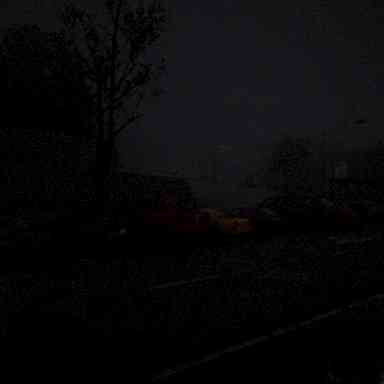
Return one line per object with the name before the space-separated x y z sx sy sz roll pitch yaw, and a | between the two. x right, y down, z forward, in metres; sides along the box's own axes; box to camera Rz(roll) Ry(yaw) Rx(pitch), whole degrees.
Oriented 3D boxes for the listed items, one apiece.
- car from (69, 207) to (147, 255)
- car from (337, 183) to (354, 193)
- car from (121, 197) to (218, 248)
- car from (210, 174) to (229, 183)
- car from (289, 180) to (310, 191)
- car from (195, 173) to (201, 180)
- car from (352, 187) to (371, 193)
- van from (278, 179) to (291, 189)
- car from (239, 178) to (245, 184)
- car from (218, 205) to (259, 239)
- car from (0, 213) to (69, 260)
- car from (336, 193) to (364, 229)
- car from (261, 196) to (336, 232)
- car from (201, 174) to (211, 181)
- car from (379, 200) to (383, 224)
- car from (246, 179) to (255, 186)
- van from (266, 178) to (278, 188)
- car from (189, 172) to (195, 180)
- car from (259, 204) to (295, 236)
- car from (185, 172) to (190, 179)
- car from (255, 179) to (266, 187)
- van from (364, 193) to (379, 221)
car | -4.422 1.522 13.379 4.792 1.488 2.163 -1 -1 35
car | 26.243 -0.457 56.280 2.435 2.045 5.566 7 3 35
car | -1.969 1.244 15.112 5.566 2.045 2.435 -1 -1 35
car | 7.420 -3.207 83.613 1.946 1.575 5.366 7 3 34
car | 21.068 -1.023 63.690 2.231 1.521 4.892 7 3 35
car | 3.797 -3.881 88.356 2.185 1.767 4.553 6 3 34
car | 27.922 0.105 53.799 2.002 1.452 4.674 7 3 35
van | 19.319 -1.522 66.061 1.878 1.987 4.442 7 4 35
car | 12.490 -2.348 76.079 2.002 1.452 4.674 7 3 35
car | 0.360 1.497 16.929 5.366 1.575 1.946 -1 -1 35
car | -6.850 1.493 11.644 4.892 1.521 2.231 -1 -1 35
car | 7.931 1.256 21.982 5.566 2.045 2.435 -1 -1 35
car | 5.410 1.253 20.290 5.566 2.045 2.435 -1 -1 35
car | 5.580 -3.730 85.881 2.435 2.045 5.566 7 4 34
car | 12.895 1.389 25.379 4.553 1.767 2.185 -1 -1 36
car | 14.220 -2.075 73.608 2.002 1.452 4.674 7 4 35
van | 17.602 -1.795 68.540 1.878 1.987 4.442 7 4 35
car | 2.079 -4.116 90.834 2.185 1.767 4.553 4 1 34
car | 2.974 1.541 18.544 4.674 1.452 2.002 -1 -1 35
car | 0.319 -4.393 93.190 2.435 2.045 5.566 1 -1 35
car | 16.041 -1.843 71.279 1.946 1.575 5.366 7 3 35
van | 10.478 1.284 23.640 4.442 1.987 1.878 -1 -1 35
